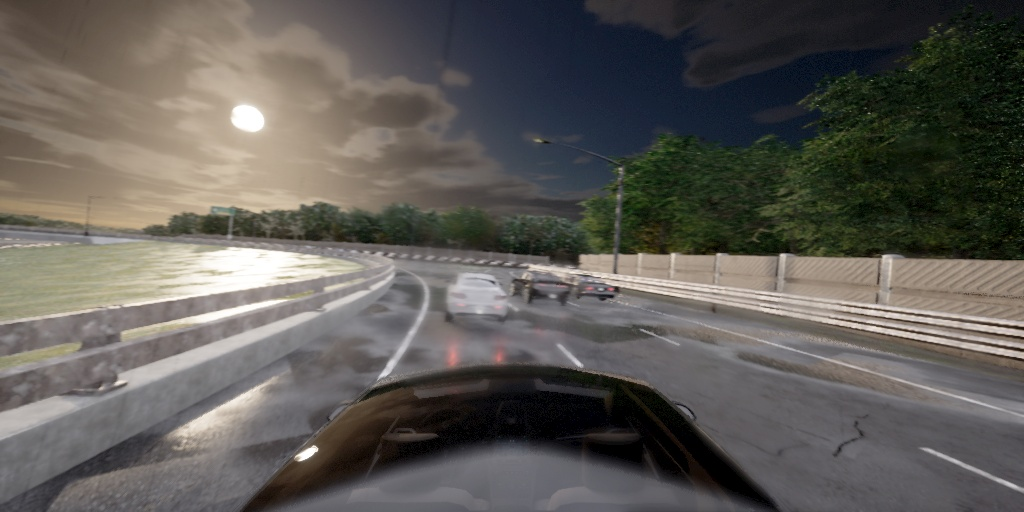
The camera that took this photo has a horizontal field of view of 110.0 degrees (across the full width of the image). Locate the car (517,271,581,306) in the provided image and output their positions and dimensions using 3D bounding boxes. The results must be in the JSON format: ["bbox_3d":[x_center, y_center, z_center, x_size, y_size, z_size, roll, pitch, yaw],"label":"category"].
[{"bbox_3d":[1.208,1.470,17.486,2.128,1.511,4.902,4,-1,-13],"label":"car"}]

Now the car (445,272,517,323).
[{"bbox_3d":[-1.277,1.275,12.145,1.812,1.442,4.674,4,-1,-10],"label":"car"}]

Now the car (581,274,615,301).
[{"bbox_3d":[3.971,1.760,21.094,2.033,1.411,5.357,4,-1,-15],"label":"car"}]
